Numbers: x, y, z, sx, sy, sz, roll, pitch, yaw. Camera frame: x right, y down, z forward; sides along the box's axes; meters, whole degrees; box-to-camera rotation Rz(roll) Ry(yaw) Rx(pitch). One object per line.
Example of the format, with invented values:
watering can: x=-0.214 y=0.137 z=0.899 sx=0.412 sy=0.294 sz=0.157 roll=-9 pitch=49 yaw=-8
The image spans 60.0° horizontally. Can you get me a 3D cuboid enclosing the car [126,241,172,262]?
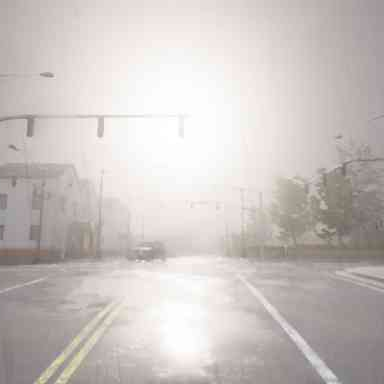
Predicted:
car: x=-4.081 y=5.579 z=31.088 sx=2.150 sy=2.045 sz=5.566 roll=-3 pitch=-10 yaw=15

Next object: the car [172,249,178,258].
car: x=-3.506 y=10.655 z=57.617 sx=1.882 sy=1.535 sz=5.008 roll=0 pitch=-9 yaw=0
